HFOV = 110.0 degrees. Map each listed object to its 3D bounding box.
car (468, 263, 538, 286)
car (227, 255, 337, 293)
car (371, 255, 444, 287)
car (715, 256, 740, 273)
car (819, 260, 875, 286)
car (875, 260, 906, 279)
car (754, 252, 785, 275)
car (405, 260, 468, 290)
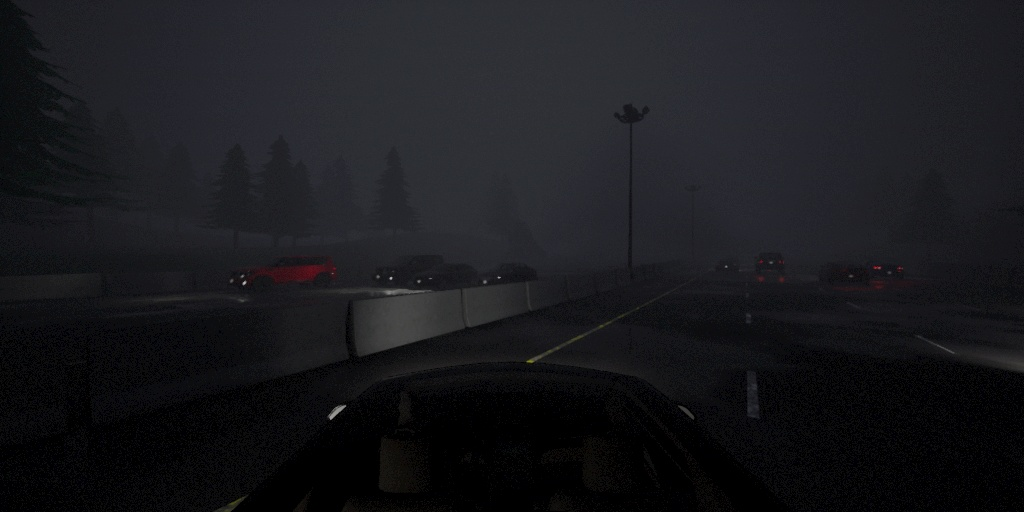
[{"bbox_3d":[-0.185,1.189,22.194,2.128,1.511,4.902,0,0,33],"label":"car"},{"bbox_3d":[-13.315,0.949,21.274,2.150,2.045,5.566,0,0,33],"label":"car"},{"bbox_3d":[-6.875,0.923,24.752,2.150,2.045,5.566,0,0,33],"label":"car"},{"bbox_3d":[22.172,0.970,36.953,1.994,1.385,4.181,0,1,33],"label":"car"},{"bbox_3d":[22.089,1.054,23.985,1.882,1.535,5.008,0,1,33],"label":"car"},{"bbox_3d":[29.103,0.997,28.349,1.812,1.442,4.674,0,1,33],"label":"car"},{"bbox_3d":[24.727,0.642,34.459,2.150,2.045,5.566,0,1,33],"label":"car"},{"bbox_3d":[-4.045,1.210,22.681,1.837,1.490,4.892,0,0,33],"label":"car"}]
